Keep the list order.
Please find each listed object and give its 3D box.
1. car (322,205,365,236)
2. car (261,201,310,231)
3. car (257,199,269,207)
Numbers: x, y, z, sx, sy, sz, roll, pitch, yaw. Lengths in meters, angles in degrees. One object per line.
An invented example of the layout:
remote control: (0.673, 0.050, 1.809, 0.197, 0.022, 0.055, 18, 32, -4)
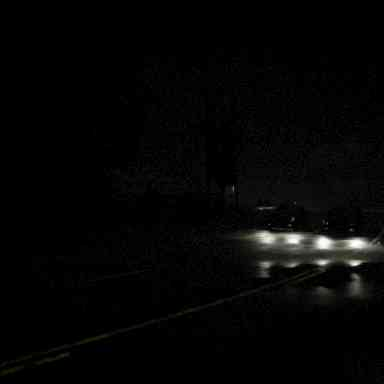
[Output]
car: (8.895, 1.550, 19.349, 1.882, 1.535, 5.008, 0, 0, 31)
car: (6.446, 1.596, 22.012, 1.882, 1.535, 5.008, 0, -1, 31)
car: (13.554, 2.022, 62.359, 1.882, 1.535, 5.008, -1, -1, 0)
